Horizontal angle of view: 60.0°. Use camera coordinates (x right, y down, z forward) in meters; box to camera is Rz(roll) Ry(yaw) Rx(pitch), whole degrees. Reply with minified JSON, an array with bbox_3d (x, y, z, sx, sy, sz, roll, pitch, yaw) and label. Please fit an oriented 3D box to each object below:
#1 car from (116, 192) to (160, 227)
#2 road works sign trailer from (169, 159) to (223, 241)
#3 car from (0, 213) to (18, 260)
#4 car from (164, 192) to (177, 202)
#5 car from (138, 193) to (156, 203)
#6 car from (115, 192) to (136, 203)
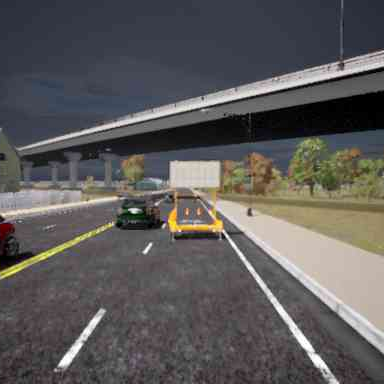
[{"bbox_3d":[-3.167,1.077,20.305,2.097,1.767,4.553,0,1,0],"label":"car"},{"bbox_3d":[0.133,0.253,15.501,2.380,3.560,2.880,0,1,-3],"label":"road works sign trailer"},{"bbox_3d":[-6.599,1.232,8.683,2.097,1.767,4.553,0,1,0],"label":"car"},{"bbox_3d":[-3.349,0.795,52.572,2.128,1.511,4.902,0,1,-1],"label":"car"},{"bbox_3d":[-6.723,0.882,50.340,2.033,1.411,5.357,0,1,0],"label":"car"},{"bbox_3d":[-9.983,0.828,50.172,2.128,1.511,4.902,0,1,0],"label":"car"}]
